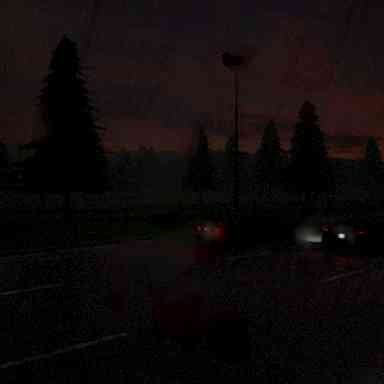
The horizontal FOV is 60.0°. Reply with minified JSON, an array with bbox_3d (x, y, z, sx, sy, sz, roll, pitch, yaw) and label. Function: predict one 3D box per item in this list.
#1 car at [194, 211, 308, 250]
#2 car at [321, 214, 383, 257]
[{"bbox_3d":[2.674,1.538,14.320,5.357,1.411,2.033,0,0,-35],"label":"car"},{"bbox_3d":[6.988,1.550,13.070,4.181,1.385,1.994,0,0,-36],"label":"car"}]
